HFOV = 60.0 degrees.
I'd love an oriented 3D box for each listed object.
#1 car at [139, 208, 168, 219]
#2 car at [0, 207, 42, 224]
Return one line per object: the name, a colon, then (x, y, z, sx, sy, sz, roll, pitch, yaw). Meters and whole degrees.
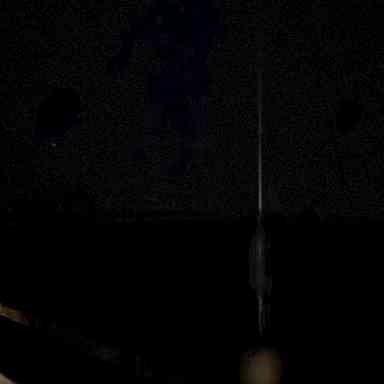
car: (-5.532, 3.057, 48.193, 2.128, 1.511, 4.902, 0, -3, 36)
car: (-17.052, 2.263, 32.019, 1.837, 1.490, 4.892, 0, -2, 35)
